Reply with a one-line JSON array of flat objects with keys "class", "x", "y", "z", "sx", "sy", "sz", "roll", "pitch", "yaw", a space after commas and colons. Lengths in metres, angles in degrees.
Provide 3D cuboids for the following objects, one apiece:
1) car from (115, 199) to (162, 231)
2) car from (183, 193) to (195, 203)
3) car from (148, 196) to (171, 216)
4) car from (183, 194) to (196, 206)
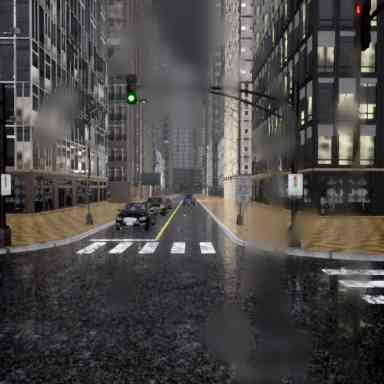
[{"class": "car", "x": -3.293, "y": 1.399, "z": 20.109, "sx": 2.128, "sy": 1.511, "sz": 4.902, "roll": 0, "pitch": 0, "yaw": 0}, {"class": "car", "x": -0.538, "y": 1.135, "z": 61.021, "sx": 2.097, "sy": 1.767, "sz": 4.553, "roll": 0, "pitch": 0, "yaw": -1}, {"class": "car", "x": -3.360, "y": 1.224, "z": 30.338, "sx": 2.097, "sy": 1.767, "sz": 4.553, "roll": 0, "pitch": 0, "yaw": 0}, {"class": "car", "x": -0.450, "y": 1.336, "z": 51.035, "sx": 1.812, "sy": 1.442, "sz": 4.674, "roll": 0, "pitch": 0, "yaw": -1}]
